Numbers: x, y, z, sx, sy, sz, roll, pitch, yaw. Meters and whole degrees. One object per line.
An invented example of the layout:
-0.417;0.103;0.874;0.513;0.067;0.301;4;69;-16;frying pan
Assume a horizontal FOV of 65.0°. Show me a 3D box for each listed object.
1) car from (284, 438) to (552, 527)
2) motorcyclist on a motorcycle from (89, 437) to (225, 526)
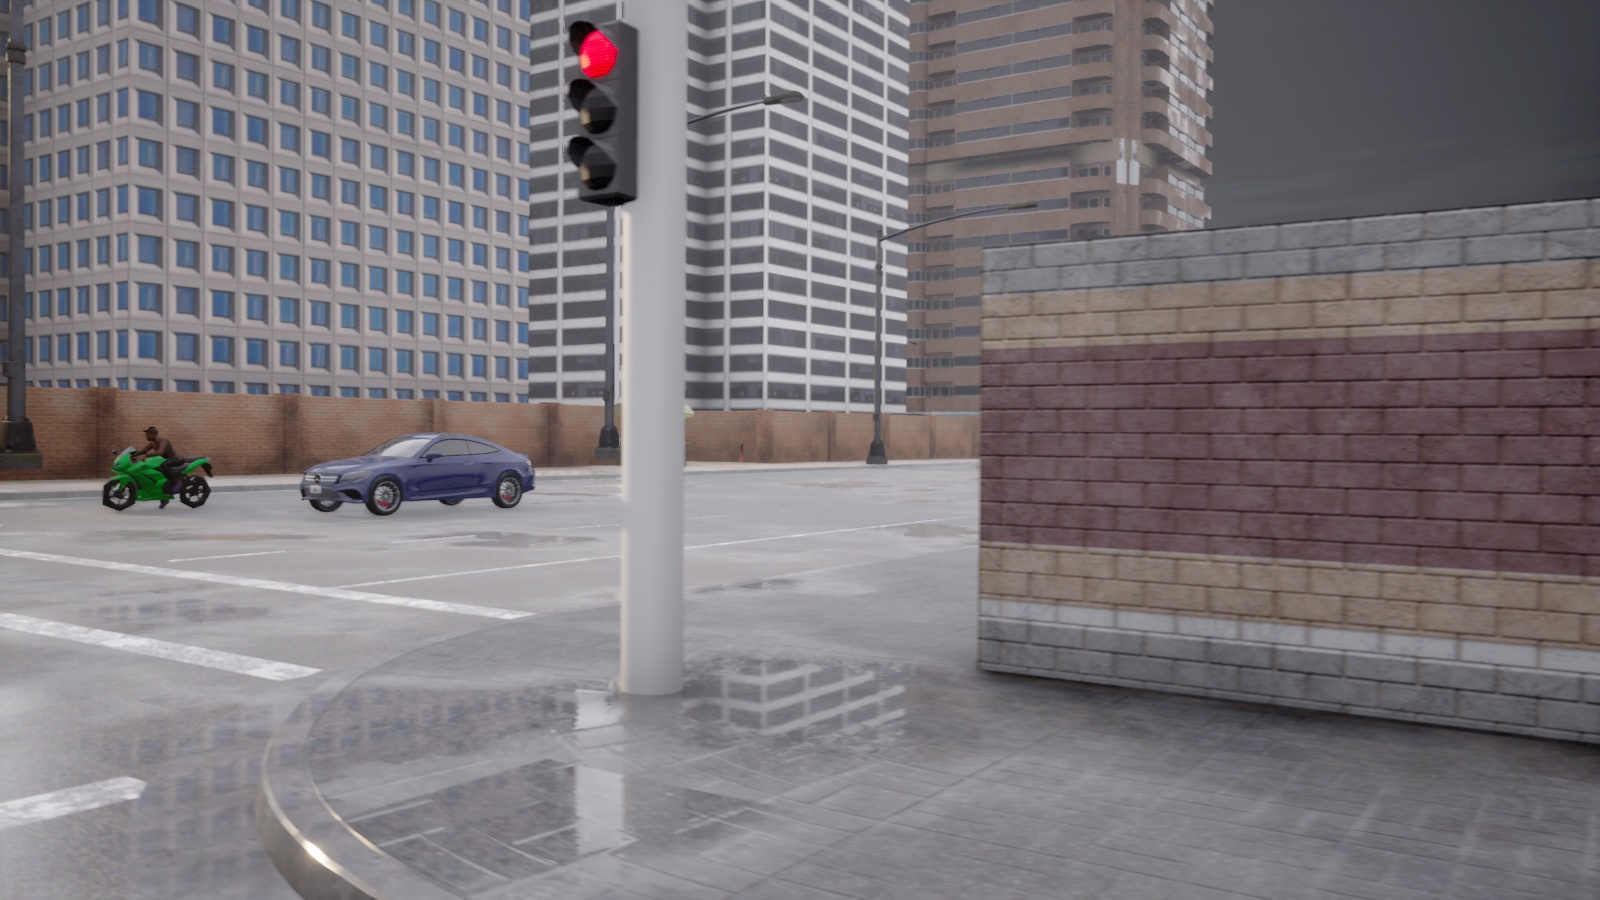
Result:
-6.991;0.530;23.488;1.812;1.442;4.674;0;1;34;car
-11.657;0.543;22.830;0.797;1.523;2.044;0;1;34;motorcyclist on a motorcycle
